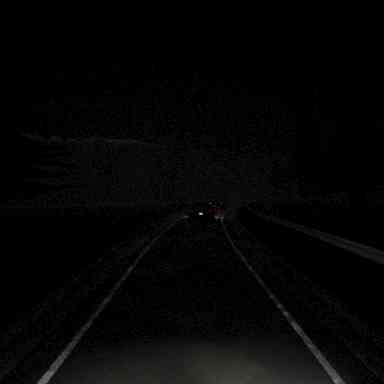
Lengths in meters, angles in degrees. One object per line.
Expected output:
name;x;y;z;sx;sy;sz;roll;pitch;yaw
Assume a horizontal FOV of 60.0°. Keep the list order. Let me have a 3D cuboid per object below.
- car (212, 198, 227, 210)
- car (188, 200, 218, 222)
car;3.360;1.492;42.758;1.812;1.442;4.674;0;0;13
car;0.789;1.544;26.078;1.994;1.385;4.181;0;0;4
